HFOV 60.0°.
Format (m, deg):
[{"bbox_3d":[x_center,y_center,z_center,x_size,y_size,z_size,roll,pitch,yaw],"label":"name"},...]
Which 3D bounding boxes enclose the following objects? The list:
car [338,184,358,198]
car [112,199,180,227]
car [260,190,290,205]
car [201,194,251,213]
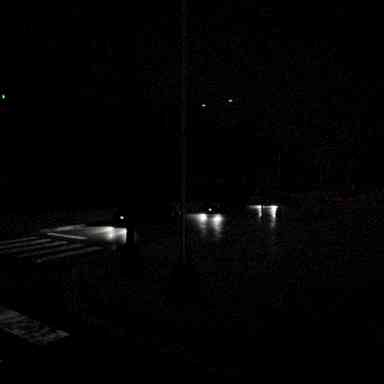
[{"bbox_3d":[24.361,-0.220,51.971,2.150,2.045,5.566,0,2,35],"label":"car"},{"bbox_3d":[-2.546,1.117,19.113,1.994,1.385,4.181,0,2,35],"label":"car"},{"bbox_3d":[8.868,0.556,35.211,1.837,1.490,4.892,0,2,35],"label":"car"},{"bbox_3d":[2.863,0.858,26.746,2.033,1.411,5.357,0,2,35],"label":"car"}]
